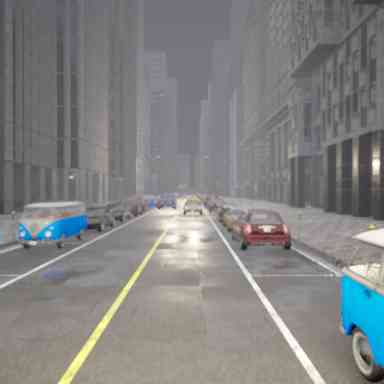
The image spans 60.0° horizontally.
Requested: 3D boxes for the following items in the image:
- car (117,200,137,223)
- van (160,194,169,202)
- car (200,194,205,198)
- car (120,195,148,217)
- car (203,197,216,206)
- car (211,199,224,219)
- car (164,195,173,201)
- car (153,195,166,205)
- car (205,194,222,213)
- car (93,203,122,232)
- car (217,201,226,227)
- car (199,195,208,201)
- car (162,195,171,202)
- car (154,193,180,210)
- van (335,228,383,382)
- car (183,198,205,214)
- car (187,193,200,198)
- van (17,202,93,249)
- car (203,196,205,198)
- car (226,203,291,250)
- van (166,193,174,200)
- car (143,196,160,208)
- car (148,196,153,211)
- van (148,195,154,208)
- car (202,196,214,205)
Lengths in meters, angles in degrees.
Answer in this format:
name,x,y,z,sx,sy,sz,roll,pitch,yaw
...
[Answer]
name,x,y,z,sx,sy,sz,roll,pitch,yaw
car,-5.769,1.526,25.409,1.947,1.339,4.313,0,0,0
van,-5.777,1.233,70.503,1.690,1.788,3.998,0,0,0
car,2.752,1.241,47.967,2.192,1.841,5.009,0,0,0
car,-5.771,1.266,31.045,2.192,1.841,5.009,0,0,0
car,2.752,1.462,53.603,1.887,1.381,4.507,0,0,0
car,2.756,1.511,25.421,2.008,1.369,4.403,0,0,0
car,-5.778,1.428,81.776,2.008,1.369,4.403,0,0,0
car,-5.775,1.349,59.230,1.967,1.590,4.097,0,0,0
car,2.754,1.383,36.693,1.967,1.590,4.097,0,0,0
car,-5.768,1.535,19.773,1.947,1.339,4.313,0,0,0
car,2.757,1.494,19.955,1.752,1.417,4.829,0,0,0
car,2.747,1.444,81.784,1.947,1.339,4.313,0,0,0
car,-5.777,1.410,75.970,1.752,1.417,4.829,0,0,0
car,-3.094,1.156,42.288,2.150,2.045,5.566,0,0,0
van,2.759,1.337,2.876,1.690,1.788,3.998,0,0,0
car,0.094,1.547,34.129,1.895,1.301,4.718,0,0,0
car,-0.002,1.399,51.025,1.882,1.535,5.008,0,0,0
van,-5.768,1.319,14.136,1.690,1.788,3.998,0,0,0
car,2.754,1.501,42.330,1.947,1.339,4.313,0,0,0
car,2.757,1.418,14.149,1.967,1.590,4.097,0,0,0
van,-5.779,1.213,87.412,1.690,1.788,3.998,0,0,0
car,-5.773,1.366,47.956,1.967,1.590,4.097,0,0,0
car,-5.771,1.488,36.683,1.887,1.381,4.507,0,0,0
van,-5.772,1.275,42.319,1.690,1.788,3.998,0,0,0
car,2.751,1.475,59.240,1.947,1.339,4.313,0,0,0
